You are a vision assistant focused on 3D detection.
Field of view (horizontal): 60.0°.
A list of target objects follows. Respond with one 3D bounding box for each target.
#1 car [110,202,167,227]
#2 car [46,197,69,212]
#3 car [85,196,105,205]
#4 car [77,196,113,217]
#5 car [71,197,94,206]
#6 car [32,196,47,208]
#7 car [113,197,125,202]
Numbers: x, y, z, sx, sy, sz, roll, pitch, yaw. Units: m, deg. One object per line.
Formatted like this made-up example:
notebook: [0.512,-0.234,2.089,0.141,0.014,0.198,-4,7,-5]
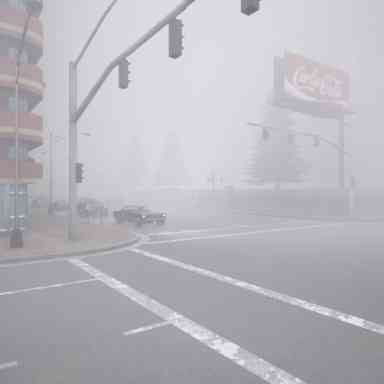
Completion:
car: [-3.659,1.601,22.856,1.895,1.301,4.718,0,0,-36]
car: [-15.281,1.564,38.906,1.994,1.385,4.181,0,0,-36]
car: [-17.671,1.526,60.424,1.812,1.442,4.674,0,0,-37]
car: [-9.475,1.352,30.886,2.097,1.767,4.553,0,0,-36]
car: [-18.290,1.547,55.324,2.033,1.411,5.357,0,0,-36]
car: [-21.189,1.352,47.129,2.097,1.767,4.553,0,0,-36]
car: [-12.320,1.505,53.046,1.837,1.490,4.892,0,0,-36]
